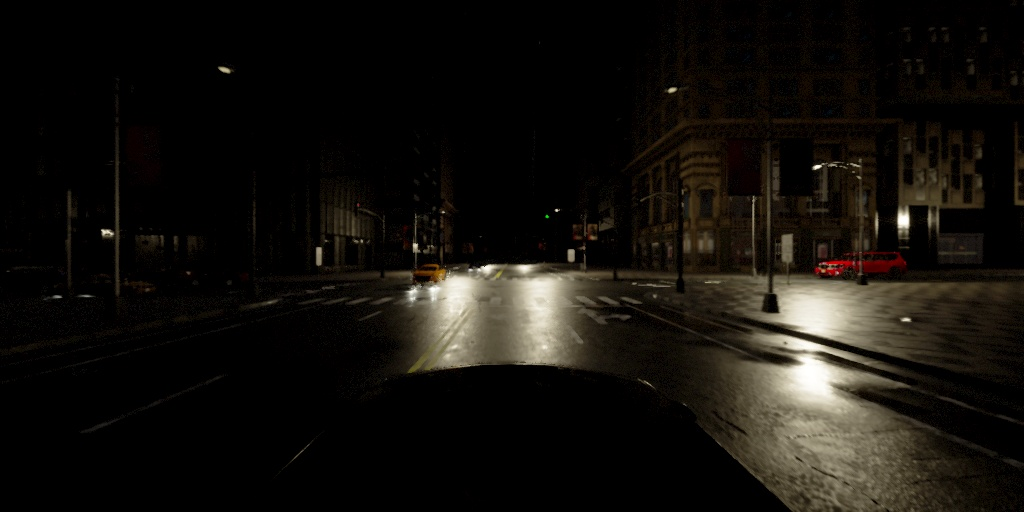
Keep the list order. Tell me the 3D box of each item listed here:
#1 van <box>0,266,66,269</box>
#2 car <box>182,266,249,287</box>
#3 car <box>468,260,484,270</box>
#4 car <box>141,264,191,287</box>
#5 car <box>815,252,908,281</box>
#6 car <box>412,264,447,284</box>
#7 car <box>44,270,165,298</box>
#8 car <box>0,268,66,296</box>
[{"bbox_3d":[-39.234,1.749,29.679,3.998,1.789,1.690,0,0,0],"label":"van"},{"bbox_3d":[-23.972,1.745,29.628,4.507,1.381,1.888,0,0,0],"label":"car"},{"bbox_3d":[-6.500,1.627,63.121,1.812,1.442,4.674,0,1,0],"label":"car"},{"bbox_3d":[-29.060,1.584,29.645,5.009,1.841,2.192,0,0,0],"label":"car"},{"bbox_3d":[26.095,0.738,26.890,5.566,2.045,2.150,-1,0,0],"label":"car"},{"bbox_3d":[-6.499,1.436,28.584,1.882,1.535,5.008,0,0,0],"label":"car"},{"bbox_3d":[-23.833,1.711,21.100,4.829,1.417,1.751,0,0,0],"label":"car"},{"bbox_3d":[-31.316,1.795,23.785,4.892,1.490,1.837,-1,0,0],"label":"car"}]
